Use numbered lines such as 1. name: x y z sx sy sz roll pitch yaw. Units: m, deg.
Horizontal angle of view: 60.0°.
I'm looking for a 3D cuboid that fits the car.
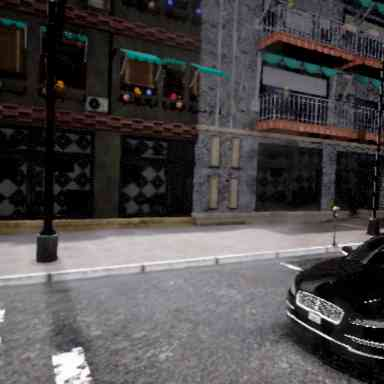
1. car: 3.760 1.363 5.240 4.892 1.490 1.837 0 3 -25
